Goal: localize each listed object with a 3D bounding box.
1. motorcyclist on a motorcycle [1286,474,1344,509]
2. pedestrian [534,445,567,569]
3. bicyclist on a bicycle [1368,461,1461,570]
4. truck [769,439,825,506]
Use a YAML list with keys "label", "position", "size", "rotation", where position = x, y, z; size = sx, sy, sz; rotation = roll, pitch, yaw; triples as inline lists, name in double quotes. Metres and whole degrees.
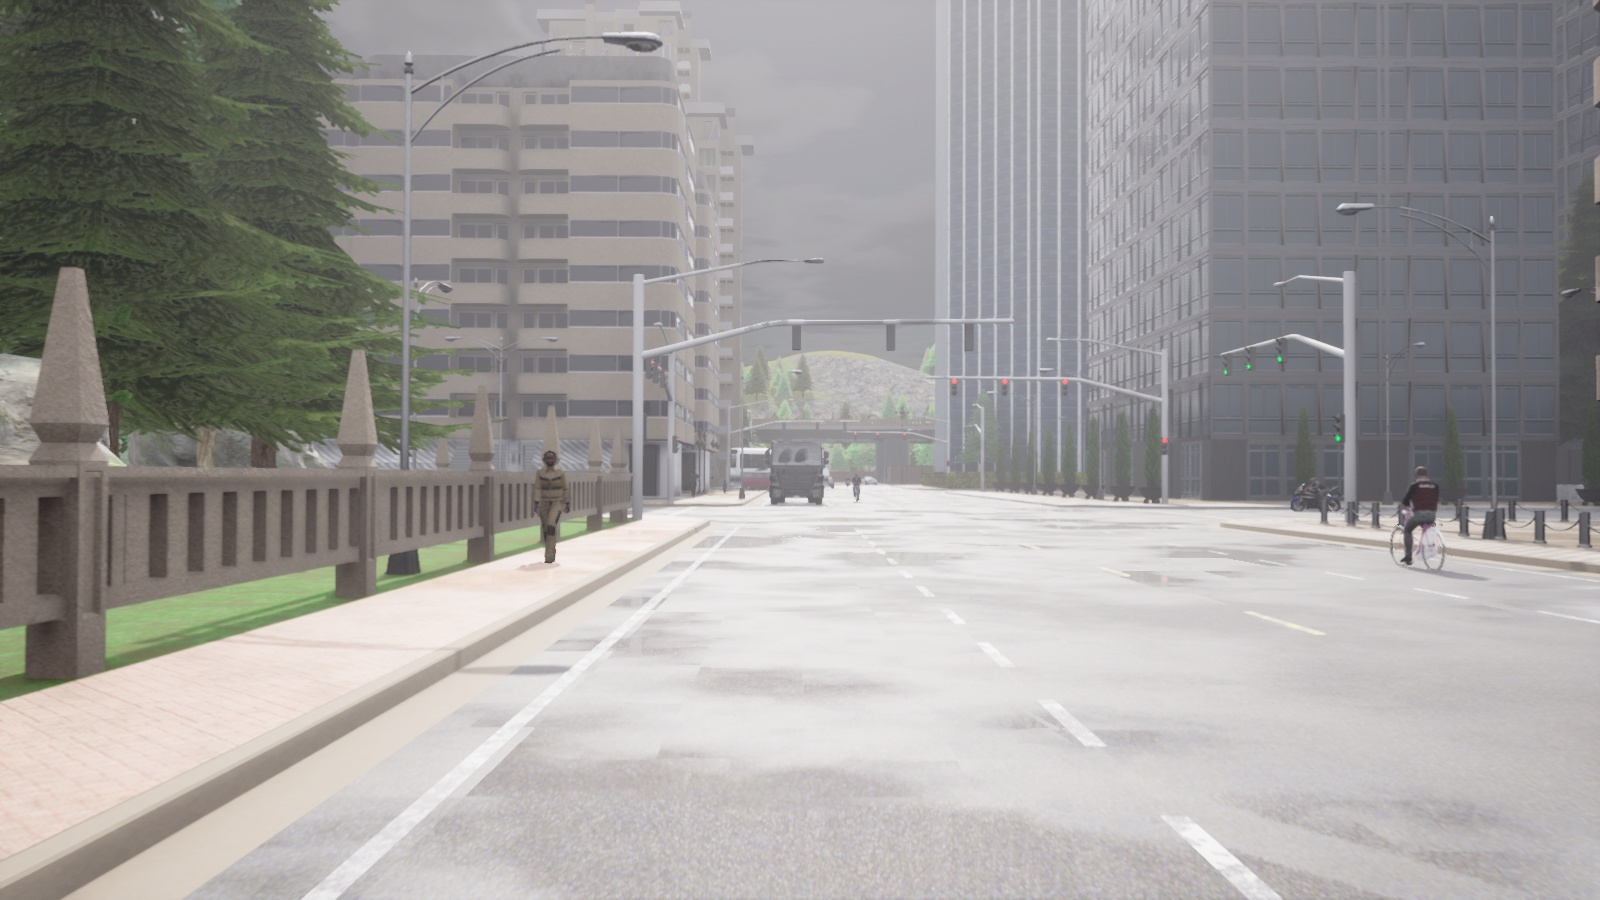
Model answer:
- label: "motorcyclist on a motorcycle"
  position: [22.774, 1.826, 55.524]
  size: [2.191, 1.530, 0.866]
  rotation: [0, -1, 0]
- label: "pedestrian"
  position: [-3.967, 0.897, 19.986]
  size: [0.396, 1.930, 0.692]
  rotation: [0, -1, -2]
- label: "bicyclist on a bicycle"
  position: [10.447, 1.080, 21.404]
  size: [0.659, 1.776, 1.843]
  rotation: [0, -1, 0]
- label: "truck"
  position: [-0.175, 1.242, 69.842]
  size: [2.891, 3.462, 7.936]
  rotation: [0, -1, 0]
